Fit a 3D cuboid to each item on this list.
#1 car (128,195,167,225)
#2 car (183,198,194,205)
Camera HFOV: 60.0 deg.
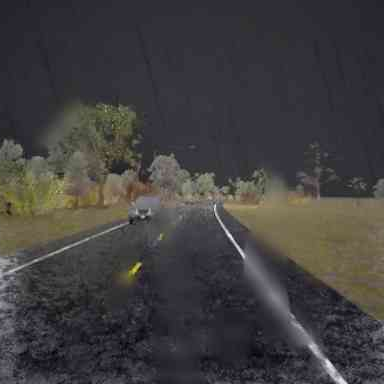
[{"bbox_3d":[-3.158,1.284,24.729,2.150,2.045,5.566,0,0,2],"label":"car"},{"bbox_3d":[-0.589,1.903,66.777,1.994,1.385,4.181,0,0,5],"label":"car"}]
